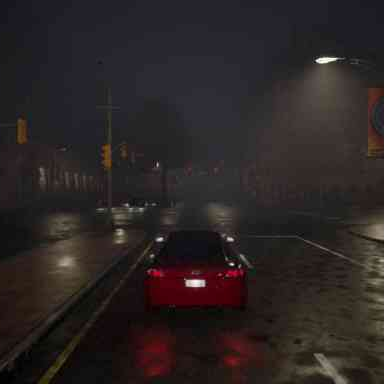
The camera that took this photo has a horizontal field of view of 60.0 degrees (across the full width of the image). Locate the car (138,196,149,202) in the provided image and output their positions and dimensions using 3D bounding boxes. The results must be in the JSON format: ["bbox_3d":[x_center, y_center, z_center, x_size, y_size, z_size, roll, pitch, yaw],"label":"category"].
[{"bbox_3d":[-11.530,1.553,79.135,1.994,1.385,4.181,0,0,0],"label":"car"}]

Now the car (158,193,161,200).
[{"bbox_3d":[-8.030,1.225,79.726,2.150,2.045,5.566,0,0,0],"label":"car"}]

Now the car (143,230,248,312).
[{"bbox_3d":[0.072,1.564,7.814,1.994,1.385,4.181,0,0,0],"label":"car"}]

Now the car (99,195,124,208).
[{"bbox_3d":[-11.981,1.351,48.758,2.097,1.767,4.553,0,0,5],"label":"car"}]

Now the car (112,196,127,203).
[{"bbox_3d":[-14.775,1.595,67.921,1.895,1.301,4.718,0,0,0],"label":"car"}]

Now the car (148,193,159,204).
[{"bbox_3d":[-8.066,1.506,65.002,1.837,1.490,4.892,0,0,1],"label":"car"}]

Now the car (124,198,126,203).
[{"bbox_3d":[-11.558,1.601,64.901,1.895,1.301,4.718,0,0,1],"label":"car"}]

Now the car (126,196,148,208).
[{"bbox_3d":[-8.007,1.506,48.724,1.837,1.490,4.892,0,0,-3],"label":"car"}]
